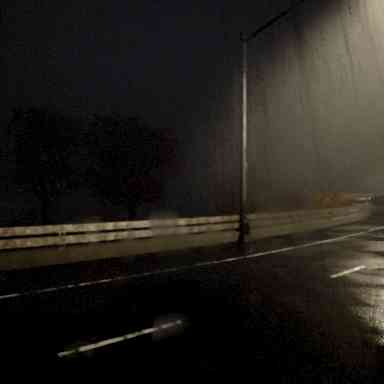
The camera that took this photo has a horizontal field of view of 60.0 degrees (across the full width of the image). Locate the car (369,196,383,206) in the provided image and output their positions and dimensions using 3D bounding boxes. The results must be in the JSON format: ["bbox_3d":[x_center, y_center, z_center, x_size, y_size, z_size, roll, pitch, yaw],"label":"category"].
[{"bbox_3d":[37.783,1.829,67.477,2.150,2.045,5.566,0,-1,11],"label":"car"}]
